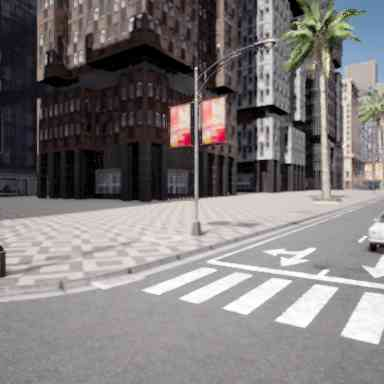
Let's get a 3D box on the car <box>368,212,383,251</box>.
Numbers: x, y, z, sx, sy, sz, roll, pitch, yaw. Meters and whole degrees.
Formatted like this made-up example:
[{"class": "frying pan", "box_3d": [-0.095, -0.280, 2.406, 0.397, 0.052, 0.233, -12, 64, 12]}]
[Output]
[{"class": "car", "box_3d": [7.762, 1.360, 12.213, 1.895, 1.301, 4.718, 0, 1, 35]}]
